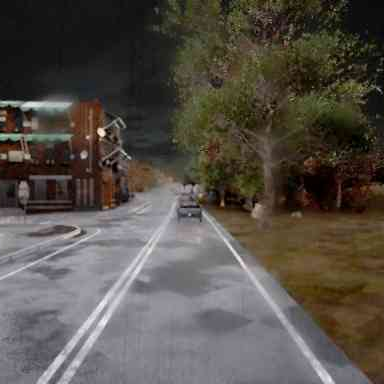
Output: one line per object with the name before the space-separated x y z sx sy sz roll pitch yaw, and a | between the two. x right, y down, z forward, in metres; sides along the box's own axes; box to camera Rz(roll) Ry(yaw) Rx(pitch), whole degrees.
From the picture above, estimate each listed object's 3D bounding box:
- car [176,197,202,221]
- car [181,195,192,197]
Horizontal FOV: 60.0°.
car | -0.216 1.415 26.071 2.128 1.511 4.902 0 0 -1
car | -0.779 1.151 44.986 2.097 1.767 4.553 0 1 -2
